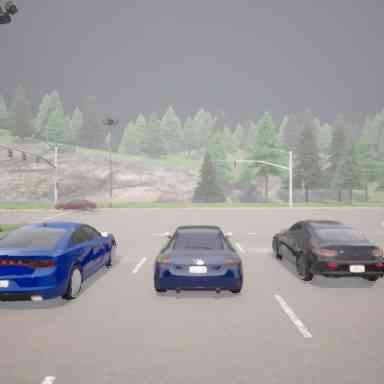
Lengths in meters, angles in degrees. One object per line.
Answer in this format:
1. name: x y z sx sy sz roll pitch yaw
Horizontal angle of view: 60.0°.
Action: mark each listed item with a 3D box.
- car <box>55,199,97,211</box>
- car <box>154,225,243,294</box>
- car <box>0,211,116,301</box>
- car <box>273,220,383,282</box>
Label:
1. car: -13.371 1.522 38.480 4.674 1.442 1.812 0 0 -13
2. car: 0.173 1.563 8.839 1.994 1.385 4.181 0 0 1
3. car: -3.336 1.477 8.415 1.882 1.535 5.008 0 0 1
4. car: 3.691 1.525 9.662 1.812 1.442 4.674 0 0 1
